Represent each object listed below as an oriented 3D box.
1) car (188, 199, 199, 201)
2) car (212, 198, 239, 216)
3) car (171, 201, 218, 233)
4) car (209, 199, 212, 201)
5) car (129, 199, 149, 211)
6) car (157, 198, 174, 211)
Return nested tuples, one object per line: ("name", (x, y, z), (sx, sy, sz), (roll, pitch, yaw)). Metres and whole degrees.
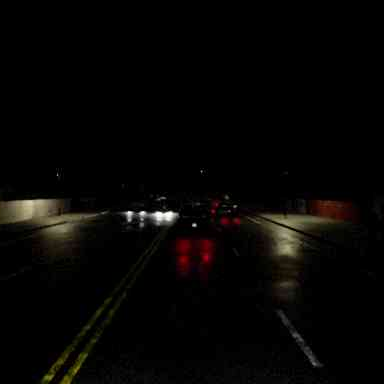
("car", (0.174, 1.611, 44.856), (1.895, 1.301, 4.718), (0, 0, 0))
("car", (3.406, 1.501, 32.356), (2.128, 1.511, 4.902), (0, 0, 0))
("car", (0.133, 1.497, 19.622), (2.128, 1.511, 4.902), (0, 0, 0))
("car", (3.344, 1.537, 45.586), (1.812, 1.442, 4.674), (0, 0, 0))
("car", (-6.432, 1.554, 40.742), (1.812, 1.442, 4.674), (0, 0, 0))
("car", (-3.182, 1.509, 40.711), (2.128, 1.511, 4.902), (0, 0, 0))
